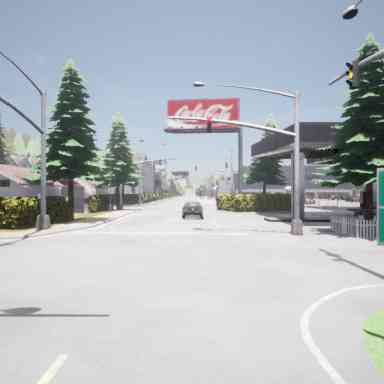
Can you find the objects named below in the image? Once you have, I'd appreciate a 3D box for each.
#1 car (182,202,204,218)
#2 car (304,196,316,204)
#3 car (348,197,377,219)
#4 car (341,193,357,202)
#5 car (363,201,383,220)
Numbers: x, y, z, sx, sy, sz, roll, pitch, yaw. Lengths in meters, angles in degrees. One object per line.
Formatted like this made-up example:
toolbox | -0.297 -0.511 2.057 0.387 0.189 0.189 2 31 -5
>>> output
car | 0.082 1.601 30.185 2.033 1.411 5.357 1 -2 0
car | 22.368 1.552 64.040 1.970 1.475 3.806 0 0 0
car | 14.317 1.505 24.957 3.866 1.878 1.905 0 0 0
car | 34.755 1.490 71.858 2.007 1.523 4.514 0 0 0
car | 18.631 1.672 30.636 4.611 1.667 2.242 0 0 0
